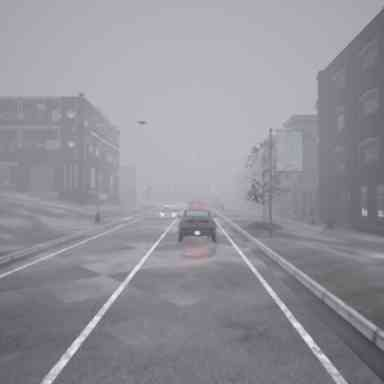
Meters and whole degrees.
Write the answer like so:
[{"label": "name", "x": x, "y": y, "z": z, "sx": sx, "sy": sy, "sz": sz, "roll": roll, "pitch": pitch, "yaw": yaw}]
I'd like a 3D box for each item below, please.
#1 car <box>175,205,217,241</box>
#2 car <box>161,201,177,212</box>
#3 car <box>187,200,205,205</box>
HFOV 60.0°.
[{"label": "car", "x": 0.268, "y": 1.644, "z": 17.647, "sx": 1.837, "sy": 1.490, "sz": 4.892, "roll": 0, "pitch": -1, "yaw": 1}, {"label": "car", "x": -3.061, "y": 1.976, "z": 45.139, "sx": 1.812, "sy": 1.442, "sz": 4.674, "roll": 0, "pitch": -1, "yaw": 1}, {"label": "car", "x": 0.473, "y": 1.726, "z": 38.442, "sx": 2.097, "sy": 1.767, "sz": 4.553, "roll": 0, "pitch": -1, "yaw": 1}]
